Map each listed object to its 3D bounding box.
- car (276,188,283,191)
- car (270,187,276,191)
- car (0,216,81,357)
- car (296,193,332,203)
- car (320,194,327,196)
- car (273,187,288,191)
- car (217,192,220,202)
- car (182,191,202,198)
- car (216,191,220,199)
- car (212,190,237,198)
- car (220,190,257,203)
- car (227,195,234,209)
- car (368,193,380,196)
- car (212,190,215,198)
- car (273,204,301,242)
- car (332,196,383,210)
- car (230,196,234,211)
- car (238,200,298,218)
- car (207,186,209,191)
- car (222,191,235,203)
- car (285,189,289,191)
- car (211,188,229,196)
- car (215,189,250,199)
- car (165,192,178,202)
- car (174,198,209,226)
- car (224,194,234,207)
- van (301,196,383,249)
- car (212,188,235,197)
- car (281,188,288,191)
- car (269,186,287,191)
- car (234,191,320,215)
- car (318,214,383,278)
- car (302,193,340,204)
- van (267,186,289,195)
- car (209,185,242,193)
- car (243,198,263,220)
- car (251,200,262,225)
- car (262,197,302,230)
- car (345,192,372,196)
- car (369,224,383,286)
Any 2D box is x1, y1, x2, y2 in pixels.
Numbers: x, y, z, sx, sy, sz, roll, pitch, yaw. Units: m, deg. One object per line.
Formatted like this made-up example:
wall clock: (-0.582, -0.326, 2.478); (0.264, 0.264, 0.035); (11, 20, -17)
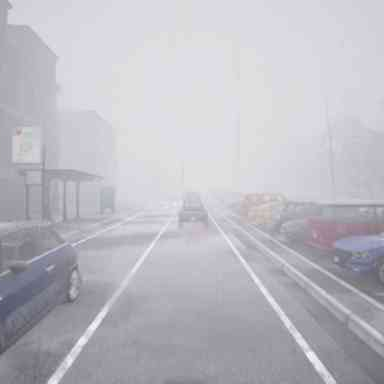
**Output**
car: (19.781, 0.467, 64.375); (5.366, 1.575, 1.946); (0, 3, 0)
car: (19.625, 0.222, 70.075); (4.674, 1.452, 2.002); (0, 3, 0)
car: (-3.352, 1.329, 4.985); (2.097, 1.767, 4.553); (0, 0, 0)
car: (19.540, 0.907, 53.353); (5.008, 1.535, 2.097); (0, 2, 0)
car: (19.309, 1.198, 42.204); (5.366, 1.575, 1.946); (0, 1, 0)
car: (19.637, 0.363, 67.166); (4.792, 1.488, 2.163); (0, 3, 0)
car: (6.468, 1.107, 47.659); (4.792, 1.488, 2.163); (0, 1, 0)
car: (0.016, 0.912, 40.315); (2.150, 2.045, 5.566); (0, 1, 0)
car: (6.423, 1.029, 50.445); (4.792, 1.488, 2.163); (0, 2, 0)
car: (6.523, 0.338, 67.163); (5.008, 1.535, 2.097); (0, 3, 0)
car: (6.458, 1.021, 44.868); (4.553, 1.767, 2.185); (0, 1, 0)
car: (6.371, 1.335, 33.727); (5.008, 1.535, 2.097); (0, 1, 0)
car: (19.475, 1.234, 31.044); (4.553, 1.767, 2.185); (0, 1, 0)
car: (6.461, 0.746, 58.811); (4.792, 1.488, 2.163); (0, 2, 0)
car: (6.293, 1.453, 14.238); (4.892, 1.521, 2.231); (0, 0, 0)
car: (19.487, 1.252, 39.415); (5.008, 1.535, 2.097); (0, 1, 0)
car: (6.334, 1.391, 30.940); (4.792, 1.488, 2.163); (0, 0, 0)
car: (6.348, 1.421, 28.154); (4.674, 1.452, 2.002); (0, 0, 0)
car: (6.537, -0.082, 75.502); (4.792, 1.488, 2.163); (0, 3, 0)
car: (6.445, 1.080, 42.089); (4.553, 1.767, 2.185); (0, 1, 0)
car: (19.542, 0.737, 58.931); (4.792, 1.488, 2.163); (0, 2, 0)
car: (6.497, 0.601, 61.586); (4.892, 1.521, 2.231); (0, 2, 0)
car: (6.434, 0.788, 53.227); (4.553, 1.767, 2.185); (0, 2, 0)
car: (-3.428, 0.822, 55.601); (1.837, 1.490, 4.892); (0, 1, 0)
car: (0.072, 1.382, 22.198); (2.128, 1.511, 4.902); (0, 0, 0)
car: (6.382, 1.300, 36.516); (5.008, 1.535, 2.097); (0, 1, 0)
van: (6.391, 1.239, 11.453); (4.442, 1.987, 1.878); (0, 0, 0)
car: (6.572, 0.068, 69.932); (4.553, 1.767, 2.185); (0, 3, 0)
car: (19.769, 0.594, 61.583); (5.366, 1.575, 1.946); (0, 3, 0)
car: (19.637, 0.069, 72.856); (4.674, 1.452, 2.002); (0, 3, 0)
car: (6.366, 1.144, 25.369); (5.566, 2.045, 2.435); (0, 0, 0)
car: (6.266, 1.478, 8.671); (5.008, 1.535, 2.097); (0, 0, 0)
car: (19.526, 0.998, 50.436); (4.892, 1.521, 2.231); (0, 2, 0)
van: (19.520, -0.341, 75.512); (4.442, 1.987, 1.878); (-1, 3, 0)
car: (6.544, 0.223, 64.361); (5.566, 2.045, 2.435); (0, 3, 0)
car: (6.319, 1.409, 22.588); (5.008, 1.535, 2.097); (0, 0, 0)
car: (6.497, 1.420, 19.804); (5.366, 1.575, 1.946); (0, 0, 0)
car: (6.269, 1.311, 17.146); (4.553, 1.767, 2.185); (0, 0, 0)
car: (19.497, 1.045, 36.622); (5.566, 2.045, 2.435); (0, 1, 0)
car: (6.243, 1.491, 5.888); (5.008, 1.535, 2.097); (0, 0, 0)
